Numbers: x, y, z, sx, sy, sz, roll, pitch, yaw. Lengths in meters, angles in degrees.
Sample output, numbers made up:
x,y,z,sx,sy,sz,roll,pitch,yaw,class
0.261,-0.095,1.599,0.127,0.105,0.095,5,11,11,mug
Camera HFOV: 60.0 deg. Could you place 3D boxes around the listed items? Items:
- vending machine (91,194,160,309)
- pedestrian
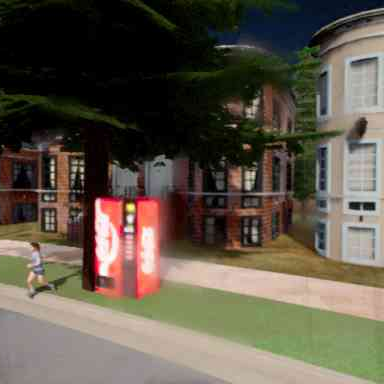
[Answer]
x,y,z,sx,sy,sz,roll,pitch,yaw,class
-1.339,1.098,6.821,0.880,2.100,1.100,1,1,29,vending machine
-2.976,1.415,6.394,0.500,1.100,0.500,1,1,29,pedestrian
